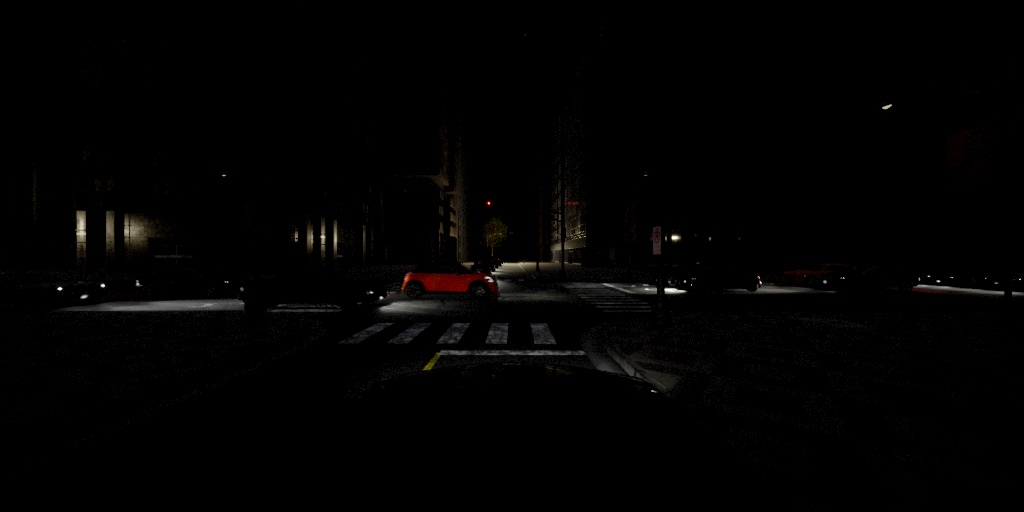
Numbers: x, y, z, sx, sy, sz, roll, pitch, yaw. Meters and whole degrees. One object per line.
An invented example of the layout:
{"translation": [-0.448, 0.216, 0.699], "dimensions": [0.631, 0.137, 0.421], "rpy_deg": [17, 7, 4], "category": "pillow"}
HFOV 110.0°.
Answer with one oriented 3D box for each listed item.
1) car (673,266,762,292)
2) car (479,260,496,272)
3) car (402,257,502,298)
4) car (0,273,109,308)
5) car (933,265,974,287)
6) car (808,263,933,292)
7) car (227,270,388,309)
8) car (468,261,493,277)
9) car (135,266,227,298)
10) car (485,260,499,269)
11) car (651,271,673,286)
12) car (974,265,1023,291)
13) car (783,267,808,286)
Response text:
{"translation": [12.184, 1.324, 21.125], "dimensions": [4.181, 1.385, 1.994], "rpy_deg": [0, 0, 0], "category": "car"}
{"translation": [-3.103, 1.254, 46.061], "dimensions": [1.837, 1.490, 4.892], "rpy_deg": [0, 0, 0], "category": "car"}
{"translation": [-2.957, 1.099, 17.740], "dimensions": [4.553, 1.767, 2.097], "rpy_deg": [0, 0, 0], "category": "car"}
{"translation": [-19.569, 1.344, 14.559], "dimensions": [4.718, 1.301, 1.895], "rpy_deg": [0, 0, 0], "category": "car"}
{"translation": [31.566, 1.327, 24.287], "dimensions": [5.357, 1.411, 2.033], "rpy_deg": [0, 0, 0], "category": "car"}
{"translation": [20.880, 1.262, 21.087], "dimensions": [4.902, 1.511, 2.128], "rpy_deg": [0, 0, 0], "category": "car"}
{"translation": [-7.954, 1.299, 14.510], "dimensions": [5.357, 1.411, 2.033], "rpy_deg": [0, 0, 0], "category": "car"}
{"translation": [-3.085, 1.241, 36.106], "dimensions": [2.128, 1.511, 4.902], "rpy_deg": [0, 0, 0], "category": "car"}
{"translation": [-15.659, 1.232, 17.793], "dimensions": [4.902, 1.511, 2.128], "rpy_deg": [0, 0, 0], "category": "car"}
{"translation": [-3.115, 1.313, 56.046], "dimensions": [1.994, 1.385, 4.181], "rpy_deg": [0, 0, 0], "category": "car"}
{"translation": [12.095, 1.355, 24.377], "dimensions": [4.718, 1.301, 1.895], "rpy_deg": [0, 0, 3], "category": "car"}
{"translation": [30.762, 1.310, 21.040], "dimensions": [4.674, 1.442, 1.812], "rpy_deg": [0, 0, 0], "category": "car"}
{"translation": [21.230, 1.243, 24.335], "dimensions": [5.008, 1.535, 1.882], "rpy_deg": [0, 0, 0], "category": "car"}
